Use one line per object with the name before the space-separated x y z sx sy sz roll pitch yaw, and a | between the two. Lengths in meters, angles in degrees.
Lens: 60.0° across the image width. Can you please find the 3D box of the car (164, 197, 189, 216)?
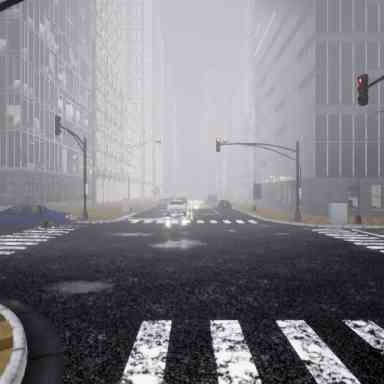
car | -1.491 1.543 33.049 1.812 1.442 4.674 0 0 0

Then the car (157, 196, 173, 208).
car | -4.018 1.593 47.305 1.802 1.307 4.206 0 0 0

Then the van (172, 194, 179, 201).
van | -4.175 1.315 85.998 1.690 1.788 3.998 0 0 0

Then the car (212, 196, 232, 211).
car | 3.934 1.579 41.811 1.947 1.339 4.313 0 0 0

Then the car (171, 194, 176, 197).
car | -4.085 1.564 63.888 1.947 1.339 4.313 0 0 0

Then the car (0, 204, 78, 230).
car | -9.585 1.387 19.484 5.357 1.411 2.033 1 0 -3

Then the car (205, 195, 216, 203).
car | 3.772 1.432 69.448 1.967 1.590 4.097 0 0 0

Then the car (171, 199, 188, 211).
car | -1.527 1.614 42.265 1.895 1.301 4.718 0 0 0

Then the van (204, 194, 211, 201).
van | 3.727 1.321 80.503 1.690 1.788 3.998 0 0 0

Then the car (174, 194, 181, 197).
car | -1.565 1.513 53.124 1.837 1.490 4.892 0 0 0

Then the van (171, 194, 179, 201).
van | -4.153 1.321 80.471 1.690 1.788 3.998 0 0 0

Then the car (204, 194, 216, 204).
car | 3.795 1.313 63.920 2.192 1.841 5.009 0 0 0
